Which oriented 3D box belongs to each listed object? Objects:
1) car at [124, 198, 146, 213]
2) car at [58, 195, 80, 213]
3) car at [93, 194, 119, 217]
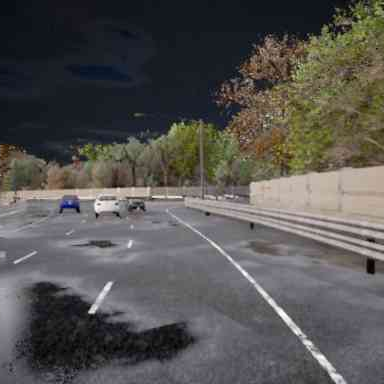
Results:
[{"bbox_3d":[-6.510,1.497,37.730,1.837,1.490,4.892,0,0,-19],"label":"car"},{"bbox_3d":[-14.621,1.338,39.591,2.150,2.045,5.566,-1,0,-22],"label":"car"},{"bbox_3d":[-8.364,1.259,32.429,2.150,2.045,5.566,-1,0,-18],"label":"car"}]
